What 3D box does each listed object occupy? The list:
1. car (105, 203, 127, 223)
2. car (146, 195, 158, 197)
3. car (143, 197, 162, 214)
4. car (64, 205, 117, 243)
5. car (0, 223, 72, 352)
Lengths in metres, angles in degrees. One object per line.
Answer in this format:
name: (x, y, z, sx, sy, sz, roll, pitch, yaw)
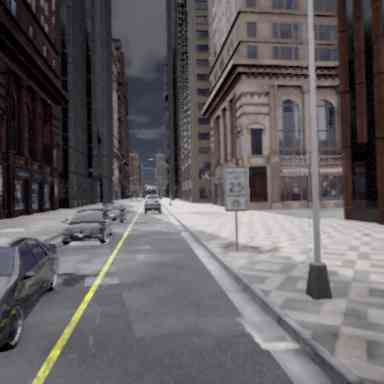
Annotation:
car: (-6.292, 1.645, 26.764, 2.128, 1.511, 4.902, -1, 0, -7)
car: (-5.709, 1.407, 47.935, 2.150, 2.045, 5.566, -1, 0, -7)
car: (-4.417, 1.642, 37.518, 1.837, 1.490, 4.892, -1, 0, -7)
car: (-5.034, 1.618, 16.522, 1.837, 1.490, 4.892, -1, 0, -7)
car: (-3.822, 1.626, 6.338, 2.033, 1.411, 5.357, -1, 0, -12)
